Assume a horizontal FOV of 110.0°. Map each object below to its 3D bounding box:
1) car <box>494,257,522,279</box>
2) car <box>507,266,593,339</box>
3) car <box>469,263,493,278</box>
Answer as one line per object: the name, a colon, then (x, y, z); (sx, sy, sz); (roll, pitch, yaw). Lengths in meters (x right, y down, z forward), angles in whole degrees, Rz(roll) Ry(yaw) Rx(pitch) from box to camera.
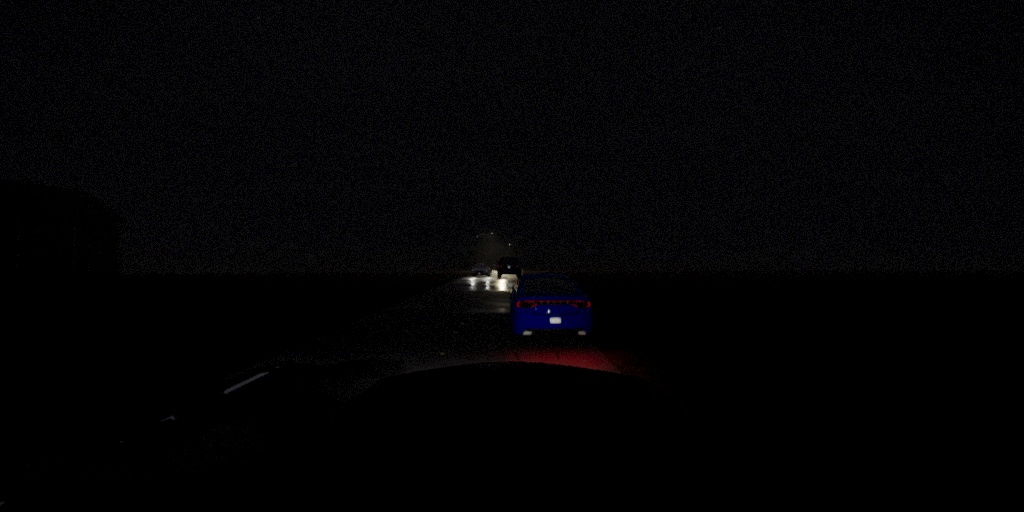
car: (-0.275, 1.117, 34.313); (2.150, 2.045, 5.566); (0, -1, 0)
car: (0.881, 1.195, 9.967); (1.882, 1.535, 5.008); (0, 0, -1)
car: (-3.223, 1.475, 37.431); (1.812, 1.442, 4.674); (0, -1, 0)
